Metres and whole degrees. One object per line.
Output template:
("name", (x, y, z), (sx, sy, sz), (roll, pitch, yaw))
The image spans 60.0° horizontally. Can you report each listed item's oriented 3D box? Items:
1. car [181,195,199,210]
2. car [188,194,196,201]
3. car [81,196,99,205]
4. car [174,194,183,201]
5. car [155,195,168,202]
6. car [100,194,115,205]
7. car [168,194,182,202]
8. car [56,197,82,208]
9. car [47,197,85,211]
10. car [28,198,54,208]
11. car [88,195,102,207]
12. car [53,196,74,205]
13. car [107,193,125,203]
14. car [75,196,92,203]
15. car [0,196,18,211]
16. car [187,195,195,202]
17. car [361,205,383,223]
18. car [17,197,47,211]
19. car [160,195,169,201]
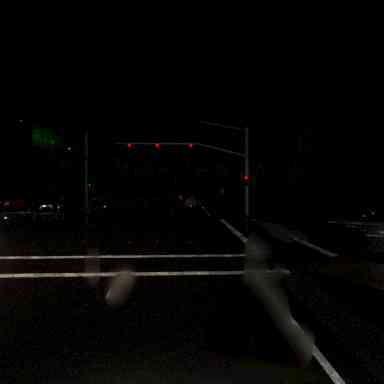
("car", (-0.116, 1.526, 43.216), (1.812, 1.442, 4.674), (0, 0, 0))
("car", (0.031, 1.419, 84.414), (1.882, 1.535, 5.008), (0, 0, 1))
("car", (-18.716, 1.505, 61.088), (1.837, 1.490, 4.892), (0, 0, 0))
("car", (-3.469, 1.296, 84.467), (2.097, 1.767, 4.553), (0, 0, 1))
("car", (-7.159, 1.537, 74.218), (2.033, 1.411, 5.357), (0, 0, 1))
("car", (-15.230, 1.564, 57.665), (1.994, 1.385, 4.181), (0, 0, 0))
("car", (-3.656, 1.551, 74.638), (1.994, 1.385, 4.181), (0, 0, 1))
("car", (-18.731, 1.547, 50.974), (2.033, 1.411, 5.357), (0, 0, 0))
("car", (-15.207, 1.491, 40.352), (2.128, 1.511, 4.902), (0, 0, 0))
("car", (-22.227, 1.564, 49.040), (1.994, 1.385, 4.181), (0, 0, 0))
("car", (-15.226, 1.564, 49.255), (1.994, 1.385, 4.181), (0, 0, 0))
("car", (-22.219, 1.526, 57.782), (1.812, 1.442, 4.674), (0, 0, 0))
("car", (-15.181, 1.225, 68.146), (2.150, 2.045, 5.566), (0, 0, 0))
("car", (-22.179, 1.594, 68.065), (1.895, 1.301, 4.718), (0, 0, 0))
("car", (-22.207, 1.352, 40.409), (2.097, 1.767, 4.553), (0, 0, 0))
("car", (-0.159, 1.522, 74.234), (1.812, 1.442, 4.674), (0, 0, 1))
("car", (15.231, 1.526, 24.921), (4.674, 1.442, 1.812), (0, 0, 1))
("car", (-18.745, 1.547, 40.902), (2.033, 1.411, 5.357), (0, 0, 0))
("car", (-6.967, 1.465, 84.580), (1.812, 1.442, 4.674), (0, 0, 1))
